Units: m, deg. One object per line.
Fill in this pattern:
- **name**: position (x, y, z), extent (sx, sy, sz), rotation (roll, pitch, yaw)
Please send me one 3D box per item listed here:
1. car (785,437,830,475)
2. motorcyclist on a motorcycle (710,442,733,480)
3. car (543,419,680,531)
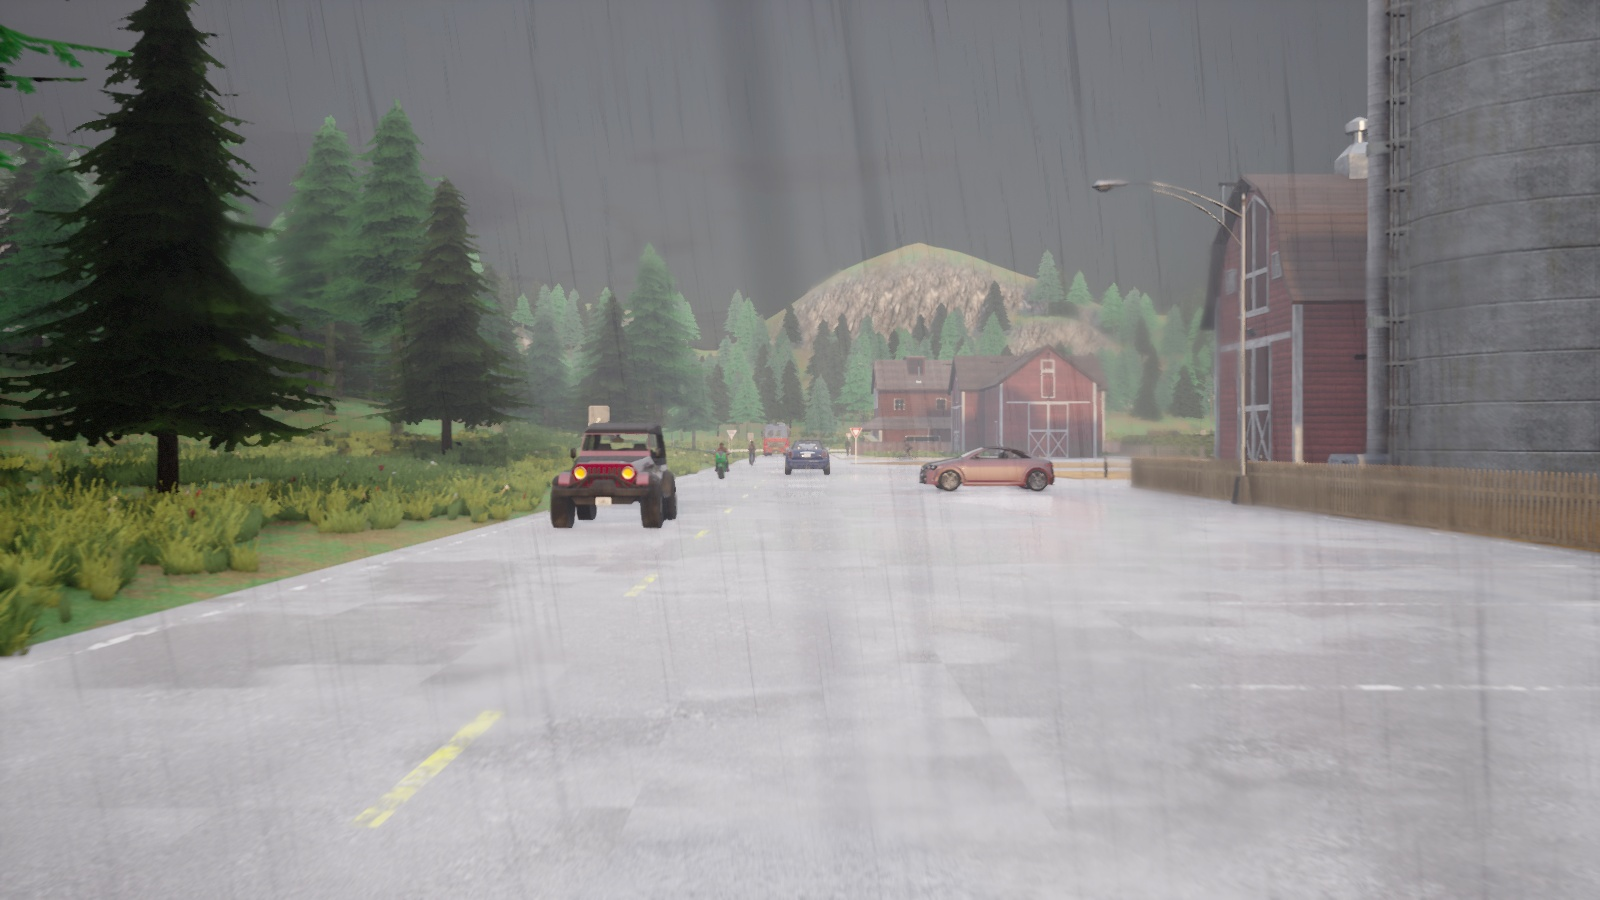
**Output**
- **car**: position (0.359, 0.265, 60.323), extent (2.097, 1.767, 4.553), rotation (0, 0, 0)
- **motorcyclist on a motorcycle**: position (-3.194, 0.438, 51.056), extent (0.797, 1.523, 2.044), rotation (0, 0, 0)
- **car**: position (-3.353, 0.410, 23.046), extent (1.905, 1.878, 3.866), rotation (0, 0, 0)
